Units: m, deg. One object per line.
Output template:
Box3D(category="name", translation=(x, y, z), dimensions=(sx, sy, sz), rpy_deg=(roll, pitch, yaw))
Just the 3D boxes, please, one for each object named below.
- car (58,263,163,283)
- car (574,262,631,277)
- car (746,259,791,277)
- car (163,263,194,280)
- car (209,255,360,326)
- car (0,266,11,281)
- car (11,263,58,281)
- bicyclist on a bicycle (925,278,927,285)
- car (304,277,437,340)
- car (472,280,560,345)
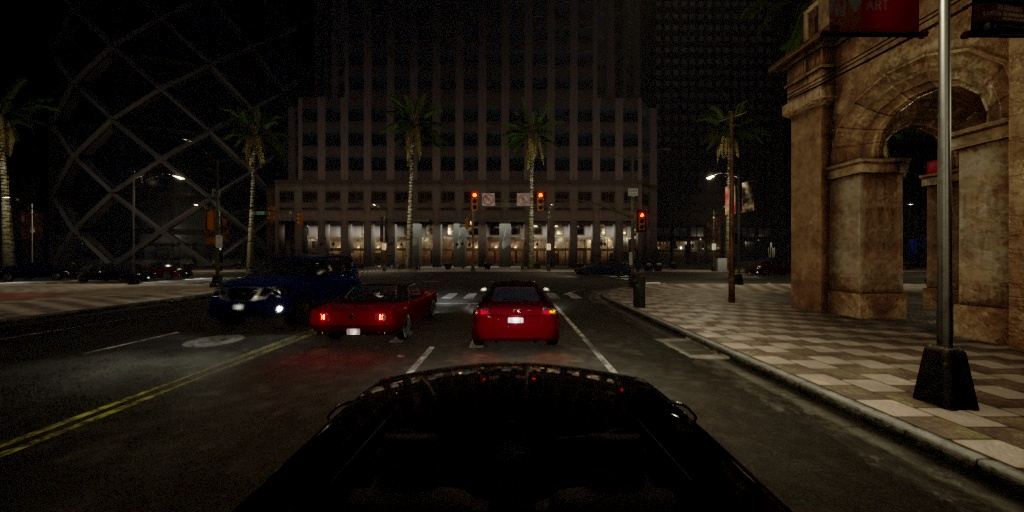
Box3D(category="car", translation=(-30.992, 1.297, 27.824), dimensions=(5.357, 1.411, 2.033), rpy_deg=(0, 0, -3))
Box3D(category="car", translation=(8.799, 1.298, 35.021), dimensions=(5.357, 1.411, 2.033), rpy_deg=(0, 0, -2))
Box3D(category="car", translation=(25.524, 1.101, 35.083), dimensions=(4.553, 1.767, 2.097), rpy_deg=(0, 0, 0))
Box3D(category="car", translation=(-30.426, 1.314, 31.157), dimensions=(4.181, 1.385, 1.994), rpy_deg=(0, 0, -5))
Box3D(category="car", translation=(-7.095, 0.971, 12.074), dimensions=(2.150, 2.045, 5.566), rpy_deg=(0, 0, 0))
Box3D(category="car", translation=(-39.965, 1.314, 25.637), dimensions=(4.181, 1.385, 1.994), rpy_deg=(0, 0, -23))
Box3D(category="car", translation=(-39.058, 1.276, 29.676), dimensions=(4.674, 1.442, 1.812), rpy_deg=(0, 0, -19))
Box3D(category="bicyclist on a bicycle", translation=(24.677, 1.051, 20.602), dimensions=(0.582, 1.620, 1.656), rpy_deg=(0, 0, 0))
Box3D(category="car", translation=(-3.417, 1.351, 9.976), dimensions=(1.895, 1.301, 4.718), rpy_deg=(0, 0, 0))
Box3D(category="car", translation=(0.082, 1.314, 9.513), dimensions=(1.994, 1.385, 4.181), rpy_deg=(0, 0, 0))
